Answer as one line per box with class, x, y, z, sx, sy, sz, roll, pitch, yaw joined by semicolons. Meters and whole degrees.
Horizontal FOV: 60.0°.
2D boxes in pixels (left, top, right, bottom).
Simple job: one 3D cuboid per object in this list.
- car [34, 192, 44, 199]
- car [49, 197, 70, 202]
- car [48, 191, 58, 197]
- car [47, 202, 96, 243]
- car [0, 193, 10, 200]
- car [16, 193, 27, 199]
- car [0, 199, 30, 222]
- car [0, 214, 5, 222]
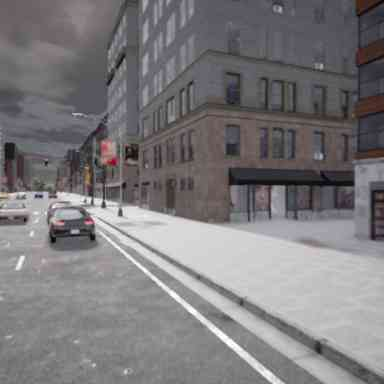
car;-36.981;0.844;80.285;1.882;1.535;5.008;0;0;-23
car;-9.482;1.357;24.238;2.033;1.411;5.357;0;0;-23
car;-34.168;0.956;81.975;1.895;1.301;4.718;0;0;-23
car;-5.618;1.404;15.459;1.812;1.442;4.674;0;0;-24
car;-40.031;0.908;70.883;1.882;1.535;5.008;0;0;-23
car;-37.042;0.953;72.161;2.128;1.511;4.902;0;0;-23
car;-12.846;1.405;24.092;1.895;1.301;4.718;0;0;-23
car;-5.636;1.483;7.228;2.033;1.411;5.357;0;0;-23
